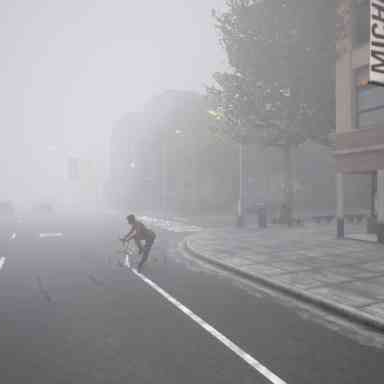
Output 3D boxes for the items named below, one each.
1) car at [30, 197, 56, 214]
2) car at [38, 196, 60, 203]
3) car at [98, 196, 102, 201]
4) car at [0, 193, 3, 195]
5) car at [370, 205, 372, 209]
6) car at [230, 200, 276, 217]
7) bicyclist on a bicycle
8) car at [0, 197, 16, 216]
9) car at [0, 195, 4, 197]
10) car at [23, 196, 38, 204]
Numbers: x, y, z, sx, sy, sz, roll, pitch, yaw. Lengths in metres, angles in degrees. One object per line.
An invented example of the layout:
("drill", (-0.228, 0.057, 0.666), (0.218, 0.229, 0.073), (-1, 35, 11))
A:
("car", (-15.606, 1.525, 34.796), (1.812, 1.442, 4.674), (0, 0, -27))
("car", (-27.319, 1.525, 64.481), (1.812, 1.442, 4.674), (0, 0, 2))
("car", (-21.413, 1.477, 84.484), (1.882, 1.535, 5.008), (0, 0, 33))
("car", (-34.341, 1.220, 57.246), (2.150, 2.045, 5.566), (0, 0, -6))
("car", (23.998, 1.578, 40.157), (5.357, 1.411, 2.033), (0, 0, -26))
("car", (5.831, 1.525, 31.436), (4.674, 1.442, 1.812), (0, 0, -26))
("bicyclist on a bicycle", (-1.496, 1.442, 9.144), (1.656, 1.620, 0.582), (-2, 1, -26))
("car", (-18.176, 1.491, 32.122), (2.128, 1.511, 4.902), (0, 0, -26))
("car", (-29.631, 1.600, 50.340), (1.895, 1.301, 4.718), (0, 0, -13))
("car", (-30.996, 1.594, 65.903), (1.895, 1.301, 4.718), (0, 0, 2))
